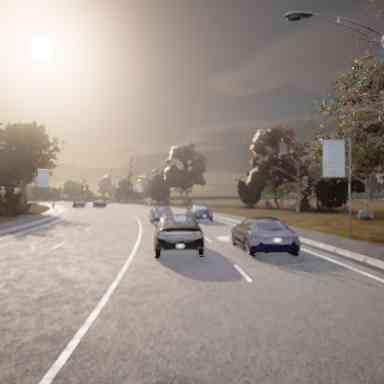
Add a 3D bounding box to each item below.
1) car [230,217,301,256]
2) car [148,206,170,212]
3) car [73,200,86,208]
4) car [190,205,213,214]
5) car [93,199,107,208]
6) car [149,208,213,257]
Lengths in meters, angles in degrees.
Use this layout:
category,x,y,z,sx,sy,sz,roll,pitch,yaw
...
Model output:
category,x,y,z,sx,sy,sz,roll,pitch,yaw
car,2.894,1.715,13.912,1.994,1.385,4.181,0,-1,-5
car,-2.578,1.841,27.742,2.033,1.411,5.357,0,-1,-11
car,-20.259,2.162,59.868,1.994,1.385,4.181,0,-1,-24
car,0.606,1.844,29.704,1.812,1.442,4.674,0,0,-11
car,-16.858,2.096,60.772,1.882,1.535,5.008,1,-1,-24
car,-0.596,1.639,13.674,2.128,1.511,4.902,0,0,-5
